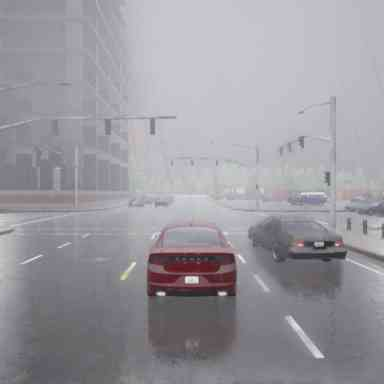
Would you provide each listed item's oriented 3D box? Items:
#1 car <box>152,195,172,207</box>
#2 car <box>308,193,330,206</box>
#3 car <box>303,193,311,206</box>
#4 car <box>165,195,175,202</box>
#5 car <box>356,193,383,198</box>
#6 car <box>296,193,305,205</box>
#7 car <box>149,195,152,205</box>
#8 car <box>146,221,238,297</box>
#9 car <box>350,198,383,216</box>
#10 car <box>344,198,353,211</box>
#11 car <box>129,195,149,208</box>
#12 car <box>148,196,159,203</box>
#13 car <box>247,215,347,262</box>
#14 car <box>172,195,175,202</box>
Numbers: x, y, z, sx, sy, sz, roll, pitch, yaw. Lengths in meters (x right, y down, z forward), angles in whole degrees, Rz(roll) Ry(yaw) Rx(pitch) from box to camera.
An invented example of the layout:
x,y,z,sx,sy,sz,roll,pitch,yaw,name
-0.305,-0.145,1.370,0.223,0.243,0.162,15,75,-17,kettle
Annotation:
x,y,z,sx,sy,sz,roll,pitch,yaw,name
-4.611,1.477,51.209,1.882,1.535,5.008,0,0,-1,car
24.118,1.451,61.297,3.806,1.475,1.970,0,0,-1,car
24.095,1.419,64.192,3.905,1.438,1.784,0,0,-1,car
-4.881,1.499,74.619,1.837,1.490,4.892,0,0,-1,car
39.038,1.209,72.549,4.605,1.855,1.932,0,0,-1,car
24.022,1.209,66.875,4.605,1.855,1.932,0,0,-1,car
-8.218,1.354,58.911,2.097,1.767,4.553,0,0,-1,car
-0.012,1.478,8.640,1.882,1.535,5.008,0,0,0,car
18.386,1.581,32.277,4.674,1.442,1.812,0,0,-1,car
19.342,1.603,35.808,5.357,1.411,2.033,0,0,-1,car
-8.080,1.491,48.901,2.128,1.511,4.902,0,0,-1,car
-8.352,1.552,72.704,1.994,1.385,4.181,0,0,-1,car
3.477,1.547,12.076,2.033,1.411,5.357,0,0,-4,car
-4.754,1.547,62.473,2.033,1.411,5.357,0,0,0,car
